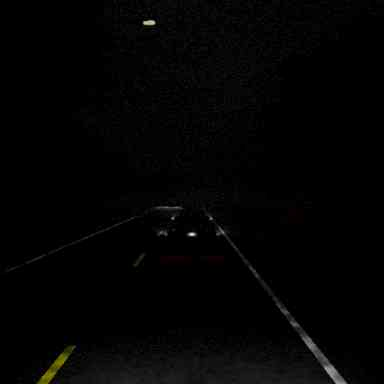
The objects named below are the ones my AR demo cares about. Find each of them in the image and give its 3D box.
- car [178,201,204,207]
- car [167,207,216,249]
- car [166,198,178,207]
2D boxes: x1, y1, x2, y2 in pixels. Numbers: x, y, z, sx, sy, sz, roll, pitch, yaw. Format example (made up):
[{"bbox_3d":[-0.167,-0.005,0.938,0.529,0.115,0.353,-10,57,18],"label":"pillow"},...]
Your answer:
[{"bbox_3d":[0.000,1.563,29.654,1.882,1.535,5.008,0,0,0],"label":"car"},{"bbox_3d":[0.000,1.590,14.651,1.994,1.385,4.181,0,0,0],"label":"car"},{"bbox_3d":[-3.500,1.825,58.255,1.812,1.442,4.674,0,0,0],"label":"car"}]
